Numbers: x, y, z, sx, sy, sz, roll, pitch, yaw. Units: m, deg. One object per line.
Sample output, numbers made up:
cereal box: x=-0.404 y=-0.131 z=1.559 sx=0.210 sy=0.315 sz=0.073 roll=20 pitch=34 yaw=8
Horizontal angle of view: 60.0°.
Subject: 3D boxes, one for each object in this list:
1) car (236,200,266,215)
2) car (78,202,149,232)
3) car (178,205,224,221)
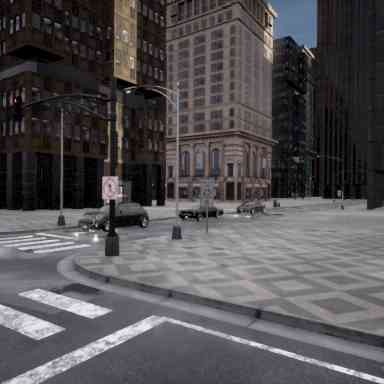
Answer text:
car: x=6.670 y=1.702 z=37.182 sx=1.837 sy=1.490 sz=4.892 roll=1 pitch=0 yaw=35
car: x=-4.831 y=1.431 z=20.906 sx=2.097 sy=1.767 sz=4.553 roll=1 pitch=0 yaw=35
car: x=0.822 y=1.741 z=28.919 sx=1.895 sy=1.301 sz=4.718 roll=1 pitch=0 yaw=35
